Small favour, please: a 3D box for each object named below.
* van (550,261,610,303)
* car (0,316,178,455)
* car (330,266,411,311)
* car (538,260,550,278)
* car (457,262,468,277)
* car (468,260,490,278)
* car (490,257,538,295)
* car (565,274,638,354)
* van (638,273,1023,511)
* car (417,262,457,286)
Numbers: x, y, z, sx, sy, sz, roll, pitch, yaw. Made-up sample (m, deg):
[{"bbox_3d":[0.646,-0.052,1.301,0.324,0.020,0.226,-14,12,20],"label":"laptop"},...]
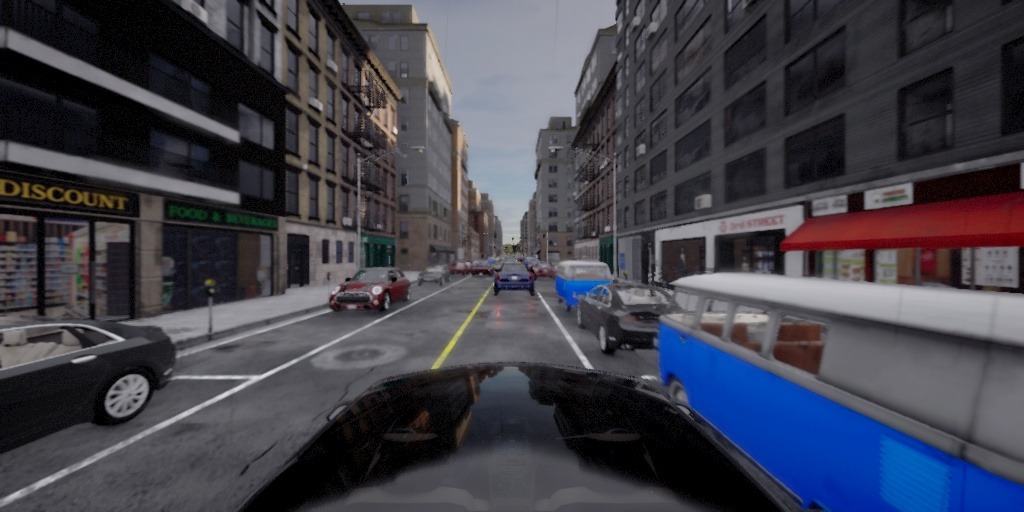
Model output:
[{"bbox_3d":[2.655,1.089,14.040,1.690,1.789,3.998,0,0,0],"label":"van"},{"bbox_3d":[-5.386,1.300,3.031,2.007,1.370,4.403,0,0,0],"label":"car"},{"bbox_3d":[-5.370,1.188,14.052,1.967,1.591,4.097,0,0,0],"label":"car"},{"bbox_3d":[2.680,1.190,30.573,1.967,1.591,4.097,0,0,0],"label":"car"},{"bbox_3d":[-5.337,1.297,36.096,1.888,1.381,4.507,0,0,0],"label":"car"},{"bbox_3d":[-2.780,1.352,34.619,1.895,1.301,4.718,0,0,0],"label":"car"},{"bbox_3d":[0.125,1.100,19.796,2.097,1.767,4.553,0,0,0],"label":"car"},{"bbox_3d":[2.647,1.298,8.530,2.007,1.370,4.403,0,0,0],"label":"car"},{"bbox_3d":[2.639,1.090,3.019,1.690,1.789,3.998,0,0,0],"label":"van"},{"bbox_3d":[-5.354,1.300,25.074,2.007,1.370,4.403,0,0,0],"label":"car"}]
